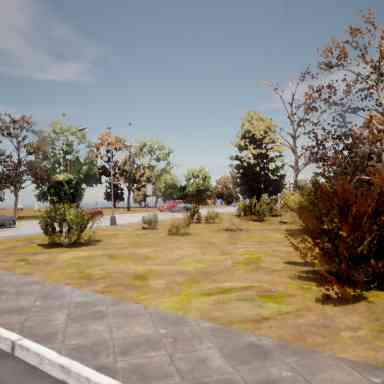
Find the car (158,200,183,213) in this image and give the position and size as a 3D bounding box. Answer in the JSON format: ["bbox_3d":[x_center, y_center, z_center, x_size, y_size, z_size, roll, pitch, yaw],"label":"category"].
[{"bbox_3d":[-3.300,2.421,55.793,2.150,2.045,5.566,-3,-2,33],"label":"car"}]

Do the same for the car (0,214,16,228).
[{"bbox_3d":[-17.022,2.455,27.696,1.994,1.385,4.181,-3,-2,34],"label":"car"}]

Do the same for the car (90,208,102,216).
[{"bbox_3d":[-11.854,2.389,35.658,1.882,1.535,5.008,-3,-2,32],"label":"car"}]

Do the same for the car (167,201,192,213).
[{"bbox_3d":[-1.343,2.547,52.331,1.812,1.442,4.674,-3,-2,32],"label":"car"}]
